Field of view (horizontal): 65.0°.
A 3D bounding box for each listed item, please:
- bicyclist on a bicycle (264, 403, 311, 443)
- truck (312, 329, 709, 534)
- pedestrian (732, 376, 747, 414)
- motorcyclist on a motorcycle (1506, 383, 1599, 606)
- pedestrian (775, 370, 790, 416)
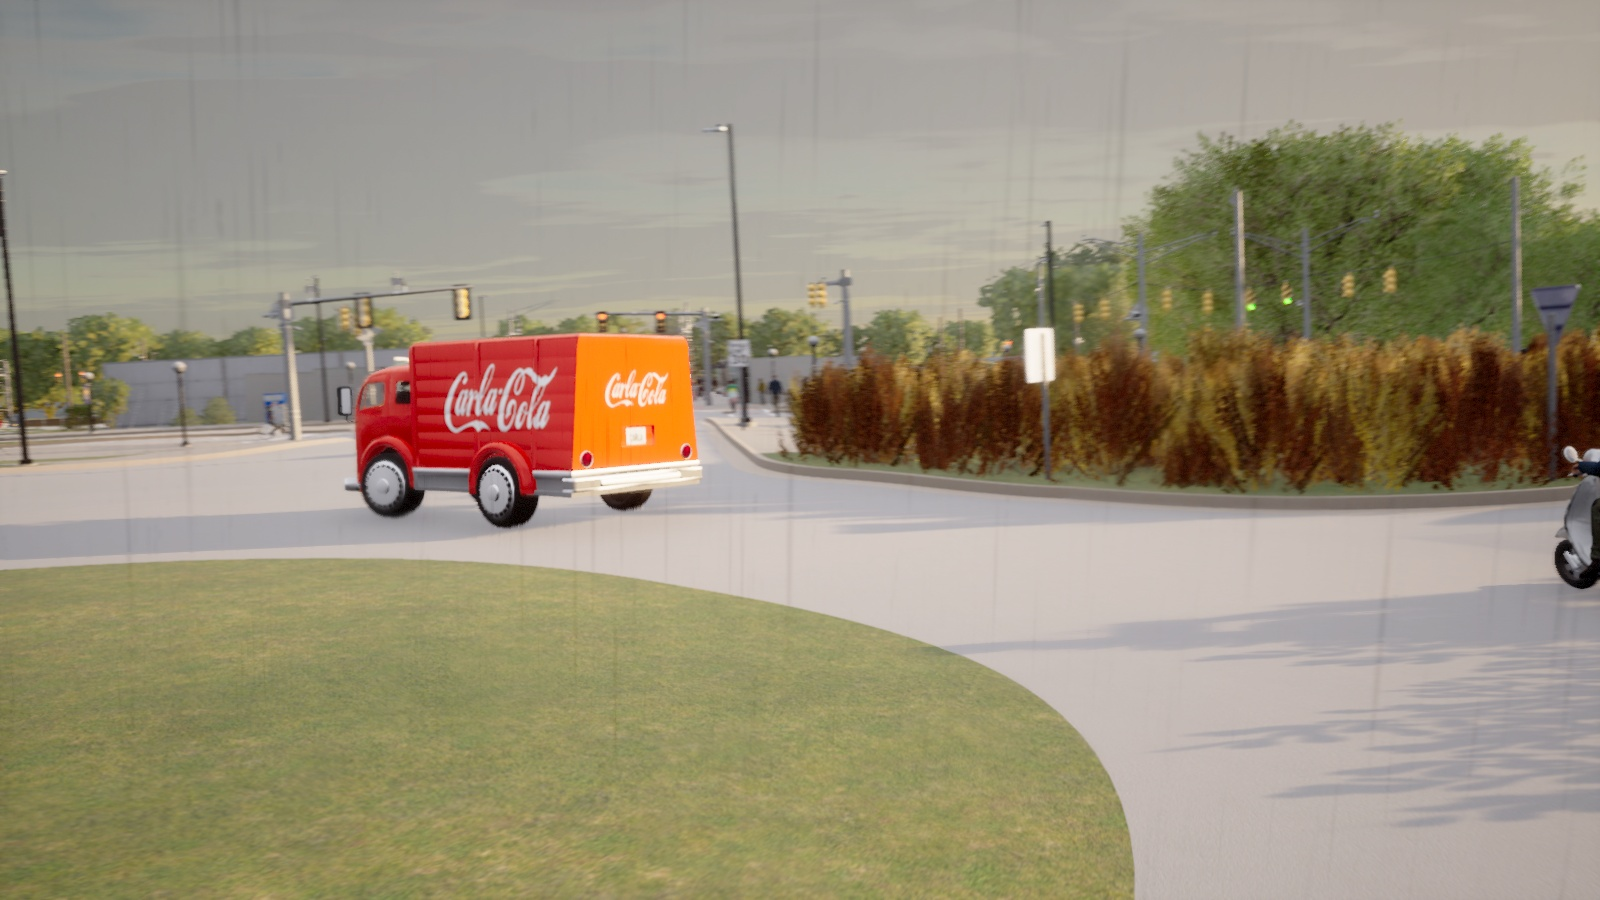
[{"bbox_3d":[-24.282,-1.291,59.519,1.843,1.776,0.659,-3,4,-12],"label":"bicyclist on a bicycle"},{"bbox_3d":[-4.152,-0.302,17.710,5.204,2.467,2.627,0,3,37],"label":"truck"},{"bbox_3d":[-3.210,-2.922,66.980,0.659,1.952,0.873,-3,4,-3],"label":"pedestrian"},{"bbox_3d":[6.254,0.319,9.312,0.866,1.590,1.817,-5,3,-3],"label":"motorcyclist on a motorcycle"},{"bbox_3d":[-0.706,-2.326,51.135,0.402,1.842,0.726,-4,4,-7],"label":"pedestrian"}]
